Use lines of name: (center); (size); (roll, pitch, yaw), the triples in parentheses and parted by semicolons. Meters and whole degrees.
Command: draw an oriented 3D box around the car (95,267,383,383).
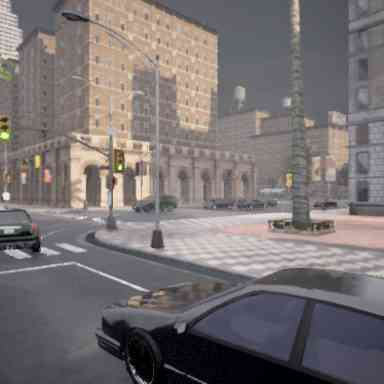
car: (1.262, 1.558, 3.361); (5.357, 1.411, 2.033); (0, 0, 40)

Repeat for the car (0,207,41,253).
car: (-7.477, 1.380, 13.171); (2.097, 1.767, 4.553); (0, 0, -35)

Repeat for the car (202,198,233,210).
car: (3.510, 1.632, 45.350); (4.892, 1.490, 1.837); (0, 0, -42)

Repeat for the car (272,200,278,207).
car: (11.306, 1.701, 52.336); (5.357, 1.411, 2.033); (0, 0, -41)

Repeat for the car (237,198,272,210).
car: (8.137, 1.634, 44.531); (4.892, 1.490, 1.837); (0, 0, -42)

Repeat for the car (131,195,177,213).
car: (-4.234, 1.322, 38.408); (5.566, 2.045, 2.150); (0, 0, -42)

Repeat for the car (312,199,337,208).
car: (20.378, 1.759, 50.864); (4.718, 1.301, 1.895); (0, 0, -42)
